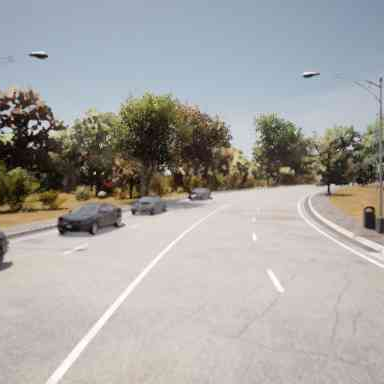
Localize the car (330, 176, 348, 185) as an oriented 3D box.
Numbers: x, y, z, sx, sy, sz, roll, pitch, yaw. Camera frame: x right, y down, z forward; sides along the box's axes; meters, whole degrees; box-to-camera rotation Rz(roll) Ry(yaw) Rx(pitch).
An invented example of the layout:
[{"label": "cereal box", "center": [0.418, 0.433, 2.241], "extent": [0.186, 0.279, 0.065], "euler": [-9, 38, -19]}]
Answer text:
[{"label": "car", "center": [37.366, -2.873, 84.621], "extent": [5.566, 2.045, 2.150], "euler": [-4, 2, -42]}]

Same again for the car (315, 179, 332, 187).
[{"label": "car", "center": [30.160, -2.002, 77.310], "extent": [1.812, 1.442, 4.674], "euler": [0, 3, 43]}]

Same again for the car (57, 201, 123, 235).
[{"label": "car", "center": [-5.449, 1.325, 18.307], "extent": [1.882, 1.535, 5.008], "euler": [0, 1, 10]}]

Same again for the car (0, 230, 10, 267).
[{"label": "car", "center": [-6.605, 1.521, 8.368], "extent": [1.812, 1.442, 4.674], "euler": [0, 0, 5]}]

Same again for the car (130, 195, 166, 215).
[{"label": "car", "center": [-3.525, 1.047, 27.894], "extent": [1.812, 1.442, 4.674], "euler": [0, 3, 14]}]

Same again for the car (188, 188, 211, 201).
[{"label": "car", "center": [0.998, 0.267, 42.765], "extent": [2.128, 1.511, 4.902], "euler": [0, 3, 21]}]

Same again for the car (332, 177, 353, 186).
[{"label": "car", "center": [34.576, -2.148, 76.945], "extent": [5.357, 1.411, 2.033], "euler": [-4, 3, -45]}]

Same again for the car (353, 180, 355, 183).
[{"label": "car", "center": [41.977, -2.736, 84.063], "extent": [4.674, 1.442, 1.812], "euler": [-4, 2, -40]}]
